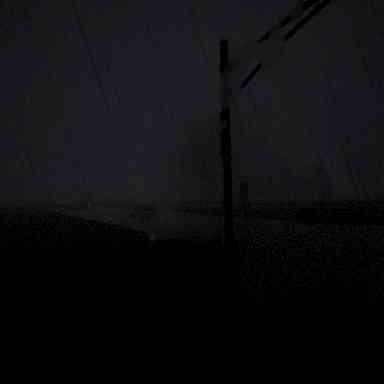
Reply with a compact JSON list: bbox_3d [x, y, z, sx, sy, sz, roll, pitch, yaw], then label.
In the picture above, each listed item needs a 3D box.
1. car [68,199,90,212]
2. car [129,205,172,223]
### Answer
[{"bbox_3d":[-15.946,1.791,46.909,2.097,1.767,4.553,-2,0,-32],"label":"car"},{"bbox_3d":[-3.472,1.743,27.319,1.895,1.301,4.718,-2,1,-32],"label":"car"}]
